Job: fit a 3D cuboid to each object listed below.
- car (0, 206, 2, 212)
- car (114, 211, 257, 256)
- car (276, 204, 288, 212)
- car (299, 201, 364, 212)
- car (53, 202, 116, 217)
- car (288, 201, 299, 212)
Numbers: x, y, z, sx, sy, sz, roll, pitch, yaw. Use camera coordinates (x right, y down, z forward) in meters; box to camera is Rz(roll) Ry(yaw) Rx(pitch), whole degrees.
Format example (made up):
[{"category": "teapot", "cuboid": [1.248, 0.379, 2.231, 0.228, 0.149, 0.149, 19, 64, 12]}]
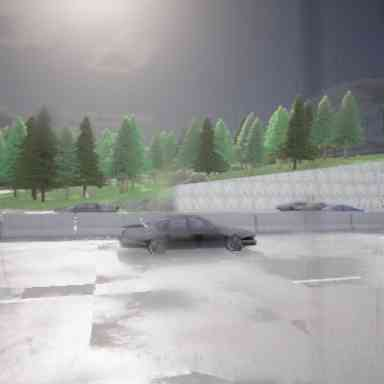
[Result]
[{"category": "car", "cuboid": [-19.693, 1.474, 29.736, 4.674, 1.442, 1.812, 1, 0, -16]}, {"category": "car", "cuboid": [-0.202, 1.617, 13.143, 5.357, 1.411, 2.033, 1, 0, -16]}, {"category": "car", "cuboid": [12.143, 1.857, 38.570, 4.892, 1.490, 1.837, 1, 0, -15]}, {"category": "car", "cuboid": [11.795, 1.762, 27.576, 5.008, 1.535, 1.882, 1, 0, -15]}, {"category": "car", "cuboid": [-9.262, 1.607, 28.997, 5.357, 1.411, 2.033, 1, 0, -16]}, {"category": "car", "cuboid": [13.135, 1.820, 35.213, 5.008, 1.535, 1.882, 1, 0, -16]}]
